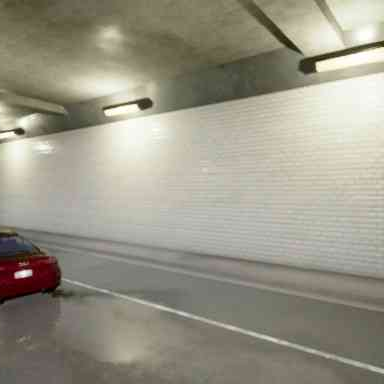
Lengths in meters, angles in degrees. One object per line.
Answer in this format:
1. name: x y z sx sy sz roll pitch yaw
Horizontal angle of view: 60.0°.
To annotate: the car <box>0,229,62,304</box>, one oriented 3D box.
1. car: -4.907 1.575 7.755 4.181 1.385 1.994 0 0 37
